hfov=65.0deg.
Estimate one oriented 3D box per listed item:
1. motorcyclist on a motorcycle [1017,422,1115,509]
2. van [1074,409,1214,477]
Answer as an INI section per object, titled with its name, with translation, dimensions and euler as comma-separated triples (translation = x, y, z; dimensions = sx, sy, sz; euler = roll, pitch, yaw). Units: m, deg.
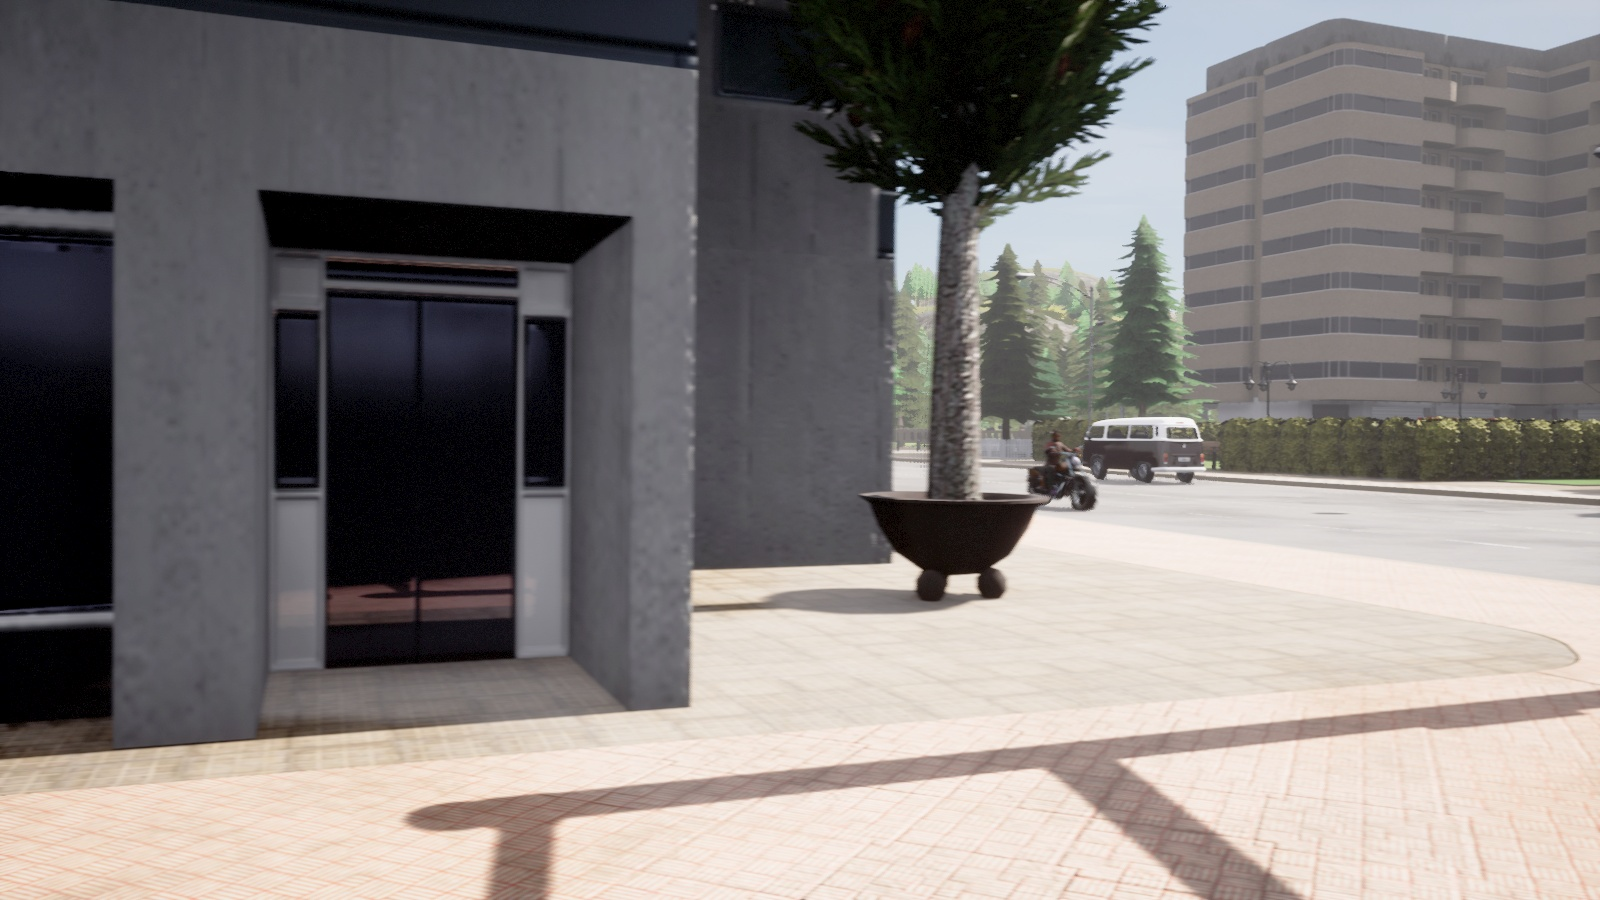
[motorcyclist on a motorcycle]
translation = 5.321, 0.275, 25.292
dimensions = 0.766, 1.649, 2.350
euler = -1, 1, -21
[van]
translation = 10.883, -0.255, 40.070
dimensions = 2.069, 2.038, 4.480
euler = -1, 1, -21
